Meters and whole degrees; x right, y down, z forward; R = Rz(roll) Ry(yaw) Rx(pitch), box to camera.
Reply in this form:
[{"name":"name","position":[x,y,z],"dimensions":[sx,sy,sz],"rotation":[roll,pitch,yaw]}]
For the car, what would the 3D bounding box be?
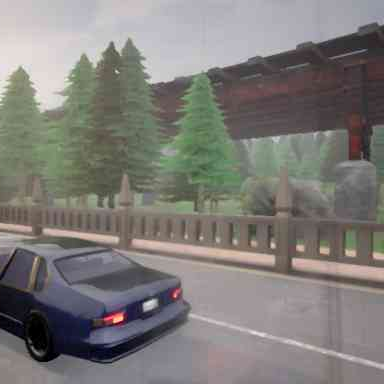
[{"name":"car","position":[-2.586,1.533,5.834],"dimensions":[5.357,1.411,2.033],"rotation":[0,0,36]}]
